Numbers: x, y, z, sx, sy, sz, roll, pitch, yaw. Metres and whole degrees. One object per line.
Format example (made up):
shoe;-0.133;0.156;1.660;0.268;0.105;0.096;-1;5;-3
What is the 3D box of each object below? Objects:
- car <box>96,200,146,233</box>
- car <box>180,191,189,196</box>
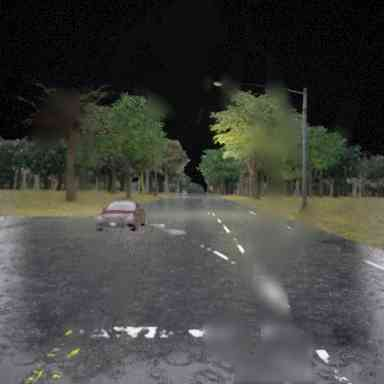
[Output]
car;-3.456;1.149;16.928;1.812;1.442;4.674;1;0;0
car;-1.914;0.440;88.792;2.128;1.511;4.902;0;1;7
